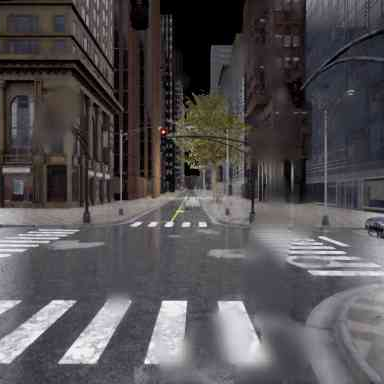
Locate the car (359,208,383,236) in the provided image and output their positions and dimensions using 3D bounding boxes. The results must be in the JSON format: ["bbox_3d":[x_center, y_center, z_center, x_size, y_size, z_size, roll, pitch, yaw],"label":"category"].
[{"bbox_3d":[11.909,1.632,18.368,4.403,1.369,2.008,0,0,0],"label":"car"}]

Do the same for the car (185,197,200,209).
[{"bbox_3d":[0.053,1.371,42.434,1.812,1.442,4.674,0,0,0],"label":"car"}]

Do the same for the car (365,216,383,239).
[{"bbox_3d":[10.876,1.426,15.705,4.553,1.767,2.097,0,0,0],"label":"car"}]
